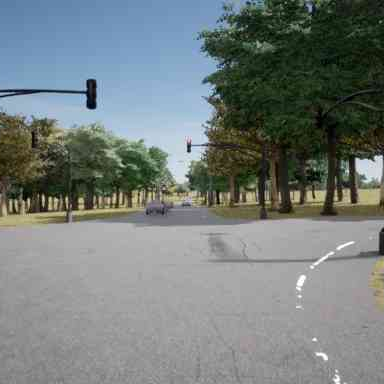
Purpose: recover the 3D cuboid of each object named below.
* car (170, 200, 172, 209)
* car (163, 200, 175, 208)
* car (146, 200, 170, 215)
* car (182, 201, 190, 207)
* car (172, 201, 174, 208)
[{"bbox_3d":[-4.336,2.143,48.410,1.895,1.301,4.718,0,-1,-1],"label":"car"},{"bbox_3d":[-4.707,2.455,68.225,2.128,1.511,4.902,0,-2,-1],"label":"car"},{"bbox_3d":[-4.172,1.738,39.408,2.097,1.767,4.553,0,-1,0],"label":"car"},{"bbox_3d":[-1.474,2.898,80.621,1.994,1.385,4.181,0,-2,-1],"label":"car"},{"bbox_3d":[-4.554,2.272,58.215,2.033,1.411,5.357,0,-1,-1],"label":"car"}]
